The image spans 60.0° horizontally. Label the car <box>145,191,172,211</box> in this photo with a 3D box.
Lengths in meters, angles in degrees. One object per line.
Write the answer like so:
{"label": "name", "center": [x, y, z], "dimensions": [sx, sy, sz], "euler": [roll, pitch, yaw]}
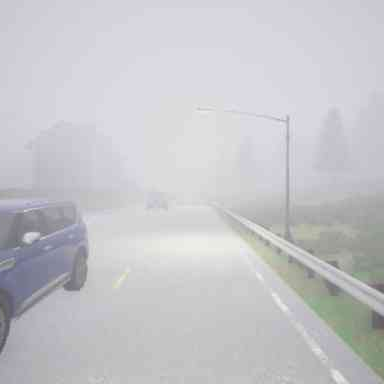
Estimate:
{"label": "car", "center": [-3.663, 0.902, 35.973], "dimensions": [2.150, 2.045, 5.566], "euler": [0, 1, 0]}

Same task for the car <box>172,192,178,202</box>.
{"label": "car", "center": [-3.624, 0.818, 60.123], "dimensions": [2.097, 1.767, 4.553], "euler": [0, 1, 0]}

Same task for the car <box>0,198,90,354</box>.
{"label": "car", "center": [-3.557, 1.169, 5.925], "dimensions": [2.150, 2.045, 5.566], "euler": [0, 1, 0]}
